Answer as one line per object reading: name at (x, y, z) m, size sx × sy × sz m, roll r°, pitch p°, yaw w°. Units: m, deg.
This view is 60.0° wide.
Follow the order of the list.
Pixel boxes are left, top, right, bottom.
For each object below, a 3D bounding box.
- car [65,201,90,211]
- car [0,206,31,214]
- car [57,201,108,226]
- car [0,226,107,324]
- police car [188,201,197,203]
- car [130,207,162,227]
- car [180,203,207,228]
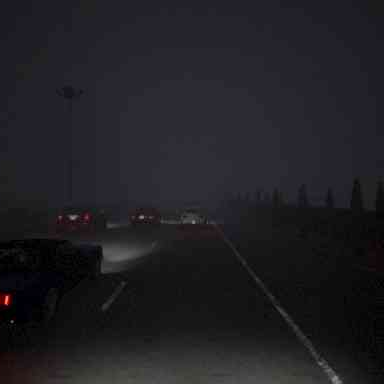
car at (-17.732, 2.088, 51.755) m, size 2.033 × 1.411 × 5.357 m, roll 0°, pitch -1°, yaw -1°
car at (-14.090, 1.839, 26.270) m, size 1.994 × 1.385 × 4.181 m, roll 0°, pitch -1°, yaw 0°
car at (-6.900, 1.577, 21.436) m, size 2.097 × 1.767 × 4.553 m, roll 0°, pitch -1°, yaw 0°
car at (-3.400, 1.678, 7.268) m, size 1.895 × 1.301 × 4.718 m, roll 0°, pitch -1°, yaw 0°
police car at (0.048, 1.942, 41.751) m, size 2.038 × 1.542 × 4.974 m, roll 0°, pitch -1°, yaw -1°
car at (-3.400, 1.812, 25.249) m, size 2.033 × 1.411 × 5.357 m, roll 0°, pitch -1°, yaw 0°
car at (0.100, 1.777, 23.982) m, size 1.812 × 1.442 × 4.674 m, roll 0°, pitch 0°, yaw 0°
